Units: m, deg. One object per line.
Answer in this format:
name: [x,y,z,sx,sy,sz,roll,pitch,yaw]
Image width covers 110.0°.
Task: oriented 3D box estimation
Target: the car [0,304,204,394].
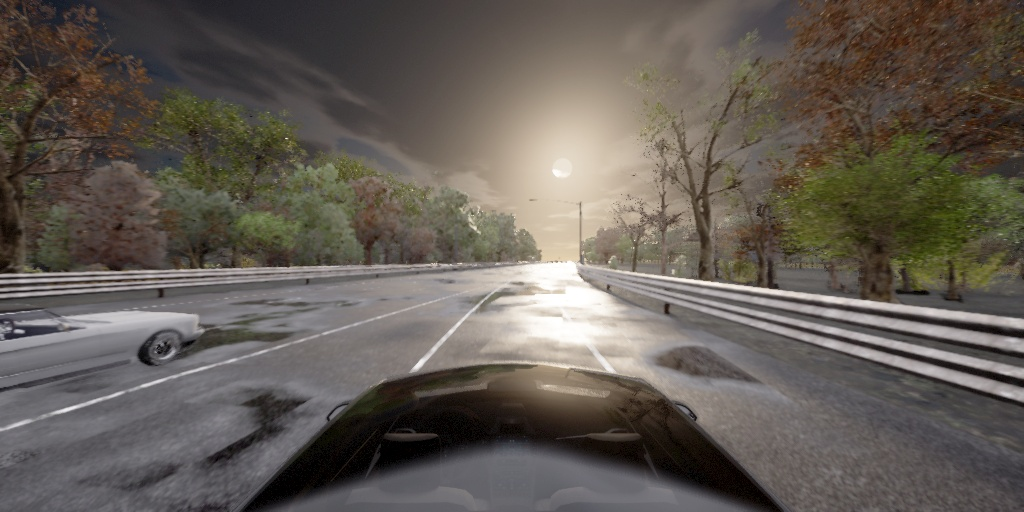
car: [-7.464,1.340,5.173,1.895,1.301,4.718,0,0,10]
